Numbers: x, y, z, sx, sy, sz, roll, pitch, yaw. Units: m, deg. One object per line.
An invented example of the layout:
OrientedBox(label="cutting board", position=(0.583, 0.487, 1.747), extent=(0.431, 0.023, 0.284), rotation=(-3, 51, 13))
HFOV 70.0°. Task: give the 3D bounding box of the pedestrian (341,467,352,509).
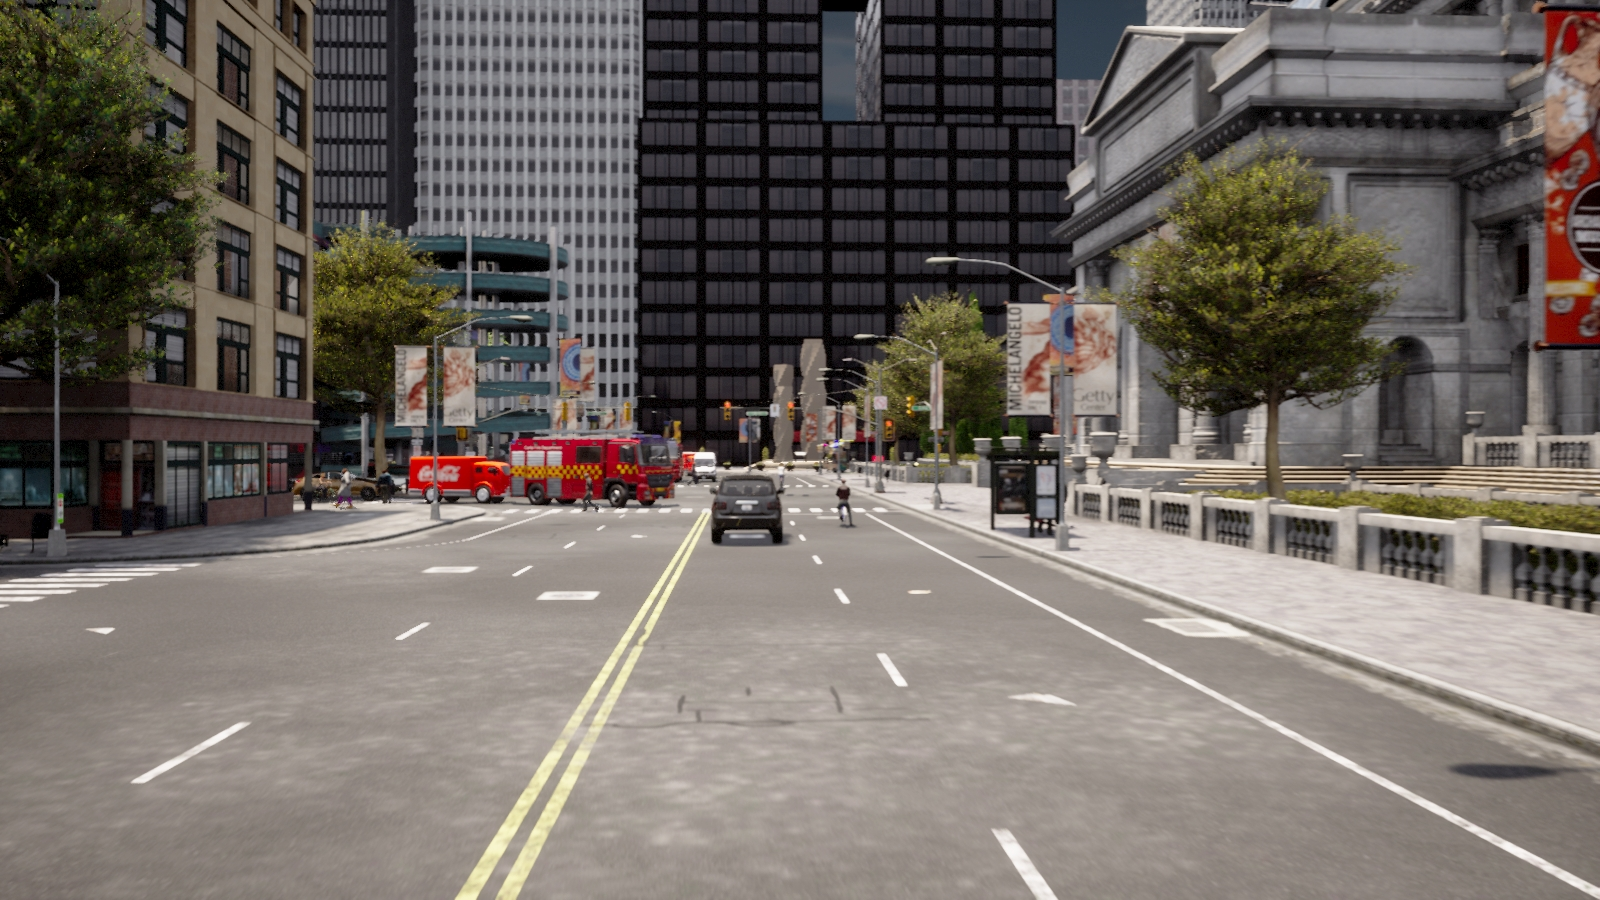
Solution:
OrientedBox(label="pedestrian", position=(-20.359, 1.705, 51.280), extent=(0.375, 1.860, 0.375), rotation=(0, 0, -7))

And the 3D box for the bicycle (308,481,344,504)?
OrientedBox(label="bicycle", position=(-25.187, 2.264, 60.695), extent=(1.487, 1.080, 0.859), rotation=(-3, 0, -2))

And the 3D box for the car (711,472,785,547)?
OrientedBox(label="car", position=(-1.631, 1.780, 35.964), extent=(2.150, 2.045, 5.566), rotation=(0, 0, -2))

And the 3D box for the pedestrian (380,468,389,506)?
OrientedBox(label="pedestrian", position=(-20.795, 1.857, 57.185), extent=(0.375, 1.860, 0.375), rotation=(0, 0, -19))

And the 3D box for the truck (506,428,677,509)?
OrientedBox(label="truck", position=(-10.534, 0.895, 57.381), extent=(8.468, 3.827, 2.891), rotation=(0, 0, 28))

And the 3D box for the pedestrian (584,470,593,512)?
OrientedBox(label="pedestrian", position=(-9.473, 1.851, 51.157), extent=(0.375, 1.860, 0.375), rotation=(0, 0, -2))

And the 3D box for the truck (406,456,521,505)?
OrientedBox(label="truck", position=(-17.744, 1.571, 60.435), extent=(5.204, 2.467, 2.627), rotation=(0, 0, 9))

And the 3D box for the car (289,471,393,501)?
OrientedBox(label="car", position=(-25.752, 2.003, 64.217), extent=(5.027, 1.651, 2.152), rotation=(0, 0, -3))

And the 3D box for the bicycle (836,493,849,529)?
OrientedBox(label="bicycle", position=(1.551, 2.209, 41.658), extent=(0.329, 1.171, 1.835), rotation=(0, 0, -3))

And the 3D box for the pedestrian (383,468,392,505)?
OrientedBox(label="pedestrian", position=(-21.102, 1.858, 58.393), extent=(0.375, 1.860, 0.375), rotation=(0, 0, -31))
